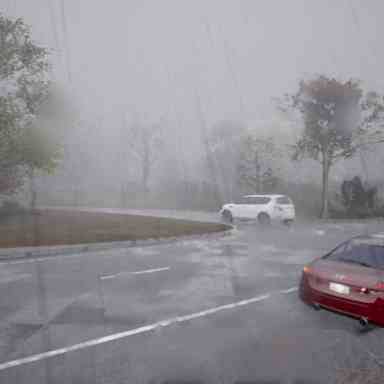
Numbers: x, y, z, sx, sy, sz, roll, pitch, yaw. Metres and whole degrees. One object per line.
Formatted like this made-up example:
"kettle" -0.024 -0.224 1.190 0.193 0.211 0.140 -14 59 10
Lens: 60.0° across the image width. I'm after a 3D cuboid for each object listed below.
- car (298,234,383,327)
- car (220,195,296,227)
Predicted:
"car" 4.047 1.560 6.695 4.181 1.385 1.994 0 0 -37
"car" 4.429 1.211 22.996 2.150 2.045 5.566 0 0 -39
